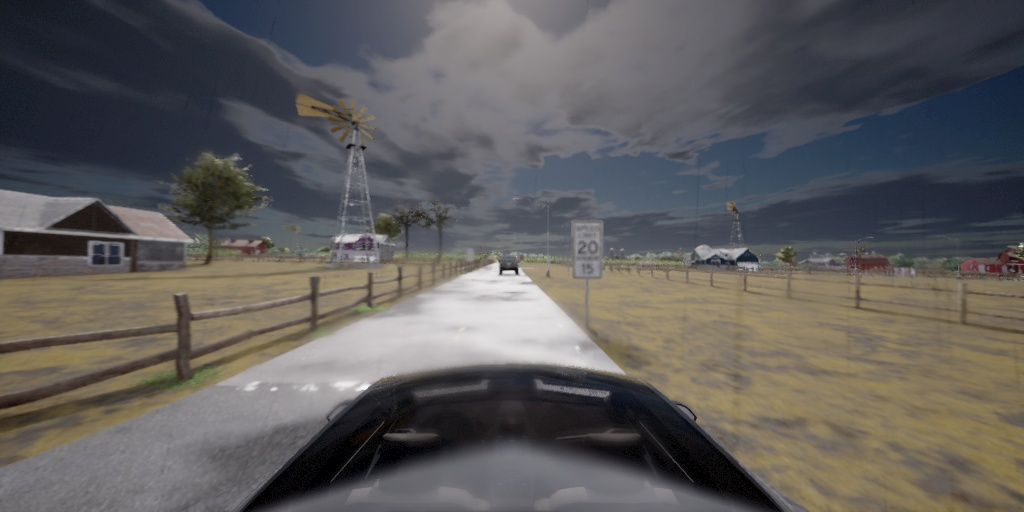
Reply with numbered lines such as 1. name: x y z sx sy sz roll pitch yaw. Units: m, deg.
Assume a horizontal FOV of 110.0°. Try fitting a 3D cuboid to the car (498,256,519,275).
1. car: -0.352 1.014 40.427 2.150 2.045 5.566 0 0 -1
